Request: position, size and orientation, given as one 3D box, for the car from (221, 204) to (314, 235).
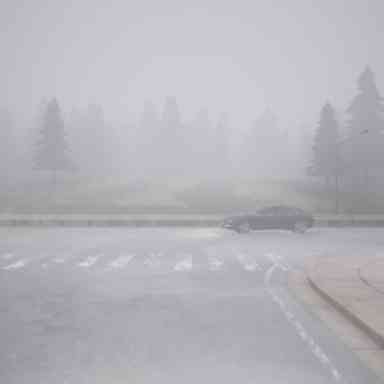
[{"bbox_3d":[3.981,1.407,17.725,4.892,1.490,1.837,0,-1,-5],"label":"car"}]
